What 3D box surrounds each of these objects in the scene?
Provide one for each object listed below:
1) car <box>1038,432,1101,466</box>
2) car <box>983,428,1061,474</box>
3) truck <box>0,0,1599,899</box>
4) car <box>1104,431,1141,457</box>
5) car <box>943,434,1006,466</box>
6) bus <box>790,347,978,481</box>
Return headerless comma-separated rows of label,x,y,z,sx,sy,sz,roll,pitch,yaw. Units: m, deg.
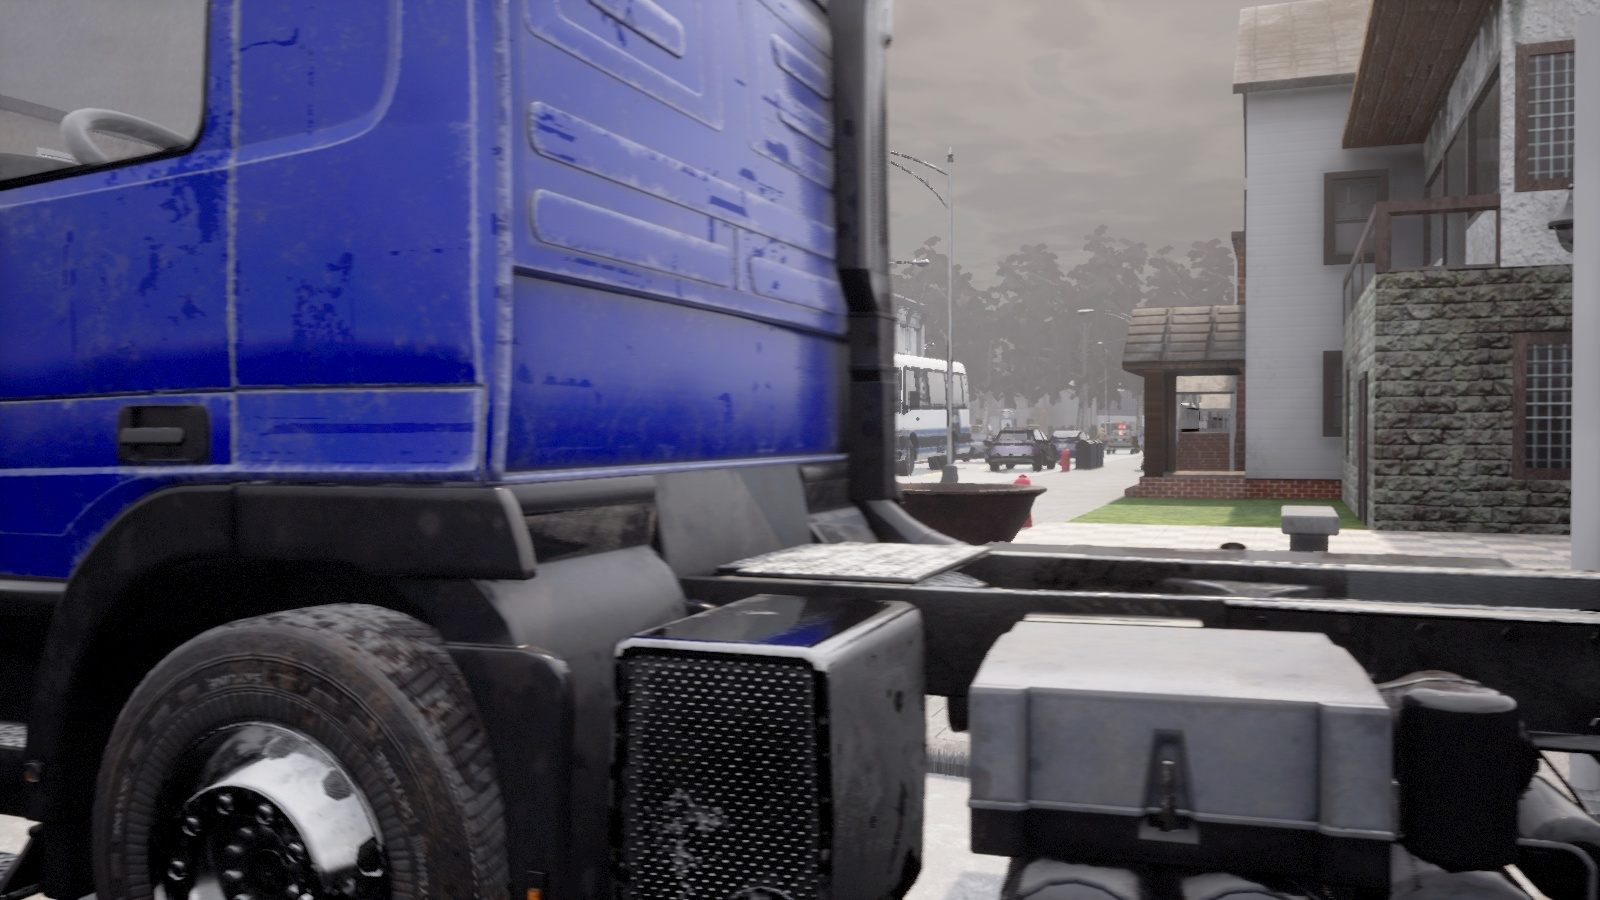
car,12.593,-0.089,58.456,2.163,1.488,4.792,1,1,21
car,8.507,-0.003,47.829,2.033,1.649,4.856,1,1,21
truck,1.355,-0.205,3.283,7.936,3.462,2.891,1,1,21
car,19.958,-0.392,77.613,1.789,1.549,3.705,1,1,21
car,8.086,-0.040,57.881,1.994,1.385,4.181,1,1,21
bus,3.348,-1.299,45.503,3.944,4.253,10.273,1,2,21
